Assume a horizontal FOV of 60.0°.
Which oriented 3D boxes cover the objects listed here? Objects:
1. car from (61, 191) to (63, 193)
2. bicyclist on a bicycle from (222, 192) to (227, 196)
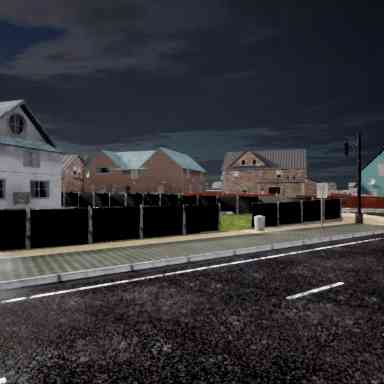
[{"bbox_3d":[-16.877,0.439,39.628,5.566,2.045,2.150,1,0,19],"label":"car"},{"bbox_3d":[3.783,0.794,38.689,0.582,1.620,1.656,1,1,19],"label":"bicyclist on a bicycle"}]
